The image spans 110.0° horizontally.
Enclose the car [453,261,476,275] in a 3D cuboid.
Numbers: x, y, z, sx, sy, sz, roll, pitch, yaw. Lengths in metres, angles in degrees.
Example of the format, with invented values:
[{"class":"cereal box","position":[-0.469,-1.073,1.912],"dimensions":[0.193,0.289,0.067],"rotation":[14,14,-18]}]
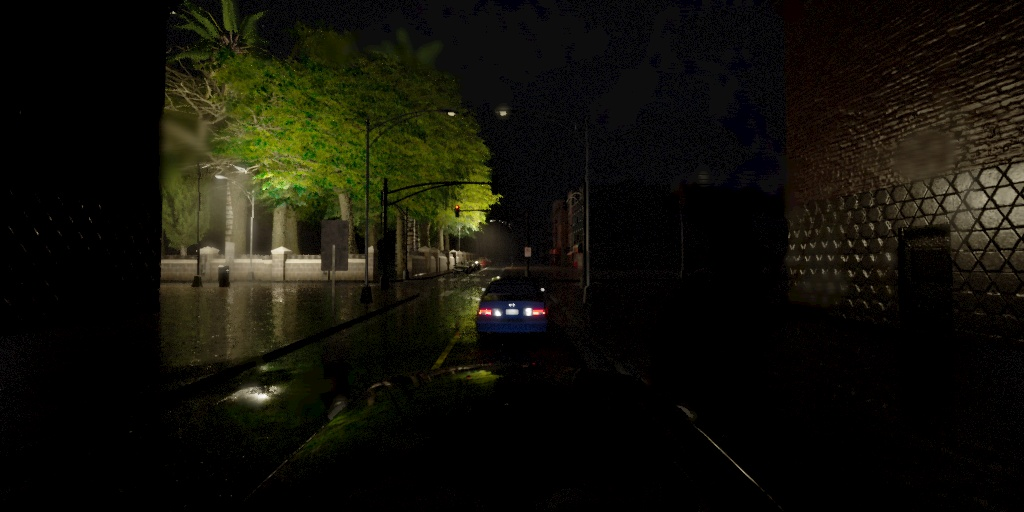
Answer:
[{"class":"car","position":[-5.496,1.333,39.855],"dimensions":[2.007,1.370,4.403],"rotation":[0,0,0]}]

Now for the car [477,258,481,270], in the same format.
[{"class":"car","position":[-5.521,1.345,46.991],"dimensions":[2.007,1.370,4.403],"rotation":[0,0,0]}]

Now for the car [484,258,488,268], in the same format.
[{"class":"car","position":[-5.639,1.417,63.340],"dimensions":[1.802,1.307,4.207],"rotation":[0,0,0]}]

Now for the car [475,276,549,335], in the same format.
[{"class":"car","position":[0.026,1.301,10.532],"dimensions":[2.033,1.411,5.357],"rotation":[0,0,1]}]

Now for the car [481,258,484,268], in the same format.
[{"class":"car","position":[-5.560,1.371,52.441],"dimensions":[1.948,1.339,4.313],"rotation":[0,0,0]}]
